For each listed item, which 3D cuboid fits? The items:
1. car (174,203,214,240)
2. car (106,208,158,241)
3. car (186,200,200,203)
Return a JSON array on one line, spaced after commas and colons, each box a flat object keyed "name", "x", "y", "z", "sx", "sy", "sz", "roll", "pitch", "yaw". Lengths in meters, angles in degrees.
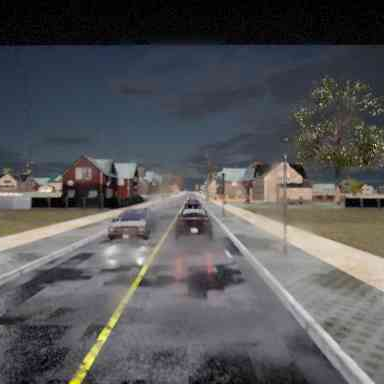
[{"name": "car", "x": 0.102, "y": 1.520, "z": 16.799, "sx": 1.812, "sy": 1.442, "sz": 4.674, "roll": 0, "pitch": 0, "yaw": 0}, {"name": "car", "x": -2.852, "y": 1.542, "z": 17.042, "sx": 2.033, "sy": 1.411, "sz": 5.357, "roll": 0, "pitch": 0, "yaw": 0}, {"name": "car", "x": 0.092, "y": 1.527, "z": 35.679, "sx": 2.033, "sy": 1.411, "sz": 5.357, "roll": 0, "pitch": 0, "yaw": 0}]
